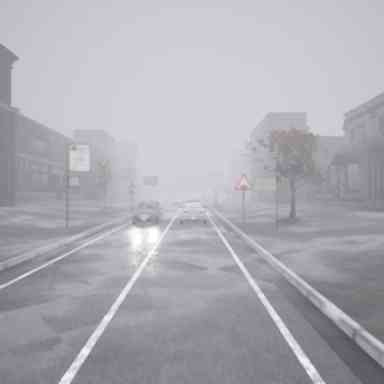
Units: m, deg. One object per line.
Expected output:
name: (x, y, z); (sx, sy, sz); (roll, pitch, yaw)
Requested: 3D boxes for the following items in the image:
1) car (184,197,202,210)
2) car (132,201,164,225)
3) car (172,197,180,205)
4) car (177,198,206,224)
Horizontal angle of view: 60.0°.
car: (0.086, 1.458, 42.688); (2.163, 1.488, 4.792); (0, 0, 0)
car: (-3.098, 1.419, 23.895); (2.128, 1.511, 4.902); (0, 2, 0)
car: (-3.020, 1.774, 65.920); (1.812, 1.442, 4.674); (0, -1, 0)
car: (0.094, 1.457, 24.683); (1.812, 1.442, 4.674); (0, 2, 0)
